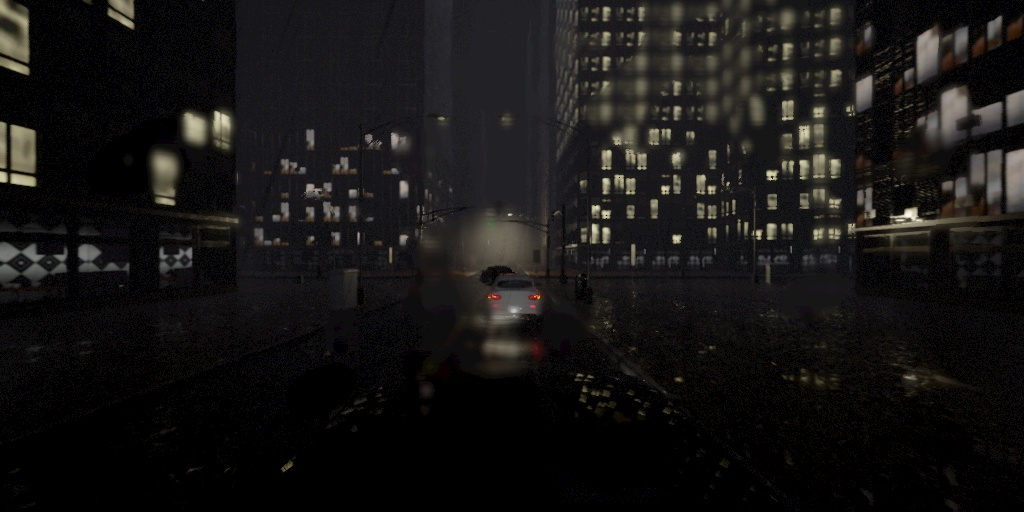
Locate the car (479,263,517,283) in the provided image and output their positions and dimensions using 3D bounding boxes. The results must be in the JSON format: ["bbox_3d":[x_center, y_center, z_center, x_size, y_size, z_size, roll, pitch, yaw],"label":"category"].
[{"bbox_3d":[-1.209,1.499,28.260,1.837,1.490,4.892,1,-1,-18],"label":"car"}]

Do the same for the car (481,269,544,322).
[{"bbox_3d":[0.087,1.363,12.550,1.812,1.442,4.674,0,0,0],"label":"car"}]
